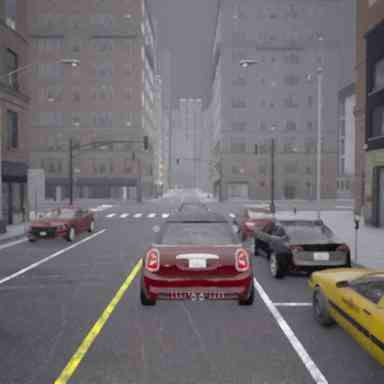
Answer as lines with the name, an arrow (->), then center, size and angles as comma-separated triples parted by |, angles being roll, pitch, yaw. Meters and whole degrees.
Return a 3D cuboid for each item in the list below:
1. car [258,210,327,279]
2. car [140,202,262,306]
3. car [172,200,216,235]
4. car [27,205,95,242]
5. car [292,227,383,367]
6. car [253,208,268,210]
car -> 2.849, 1.420, 9.410 | 1.947, 1.339, 4.313 | -1, 1, 0
car -> 0.087, 1.229, 7.912 | 2.097, 1.767, 4.553 | 0, 1, 0
car -> 0.064, 1.268, 18.152 | 2.033, 1.411, 5.357 | 0, 1, 0
car -> -5.706, 1.314, 14.976 | 1.887, 1.381, 4.507 | -1, 1, 0
car -> 2.859, 1.462, 3.994 | 1.752, 1.417, 4.829 | -1, 1, 0
car -> 2.839, 1.351, 14.996 | 1.802, 1.307, 4.206 | -1, 1, 0
